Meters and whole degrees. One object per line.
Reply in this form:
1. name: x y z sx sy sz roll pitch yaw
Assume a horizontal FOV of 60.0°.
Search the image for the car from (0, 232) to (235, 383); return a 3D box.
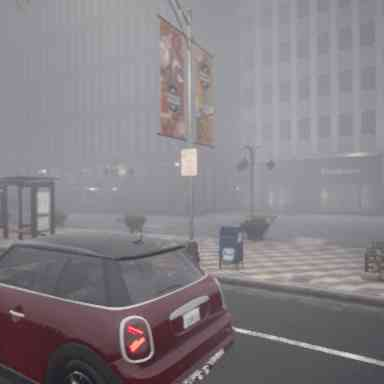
1. car: -1.782 1.372 4.692 4.553 1.767 2.097 -1 0 33
